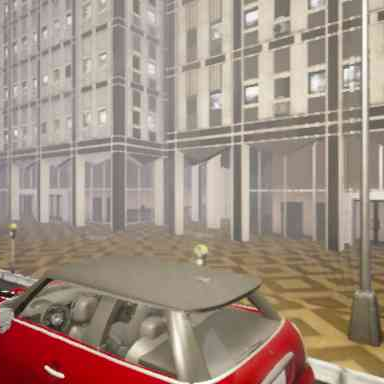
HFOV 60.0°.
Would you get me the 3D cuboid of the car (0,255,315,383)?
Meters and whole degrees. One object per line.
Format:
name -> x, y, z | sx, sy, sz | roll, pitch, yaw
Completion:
car -> -0.950, 1.432, 3.557 | 4.097, 1.590, 1.967 | 0, 0, 35
